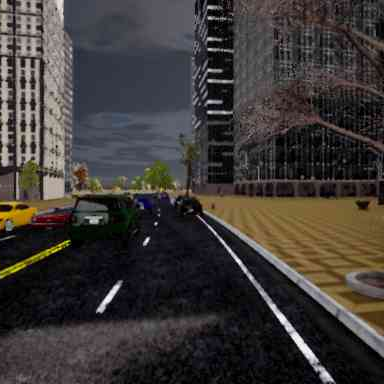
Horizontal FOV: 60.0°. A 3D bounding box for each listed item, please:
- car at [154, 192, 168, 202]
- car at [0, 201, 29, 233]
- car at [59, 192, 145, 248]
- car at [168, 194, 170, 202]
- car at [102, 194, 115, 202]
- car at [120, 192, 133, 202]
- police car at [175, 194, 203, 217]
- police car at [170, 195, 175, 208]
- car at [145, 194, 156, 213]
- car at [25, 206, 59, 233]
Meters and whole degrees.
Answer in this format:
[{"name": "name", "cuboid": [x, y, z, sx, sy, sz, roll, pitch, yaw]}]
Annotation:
[{"name": "car", "cuboid": [-5.253, 0.830, 61.359, 2.097, 1.767, 4.553, 0, 0, -10]}, {"name": "car", "cuboid": [-10.445, 1.321, 18.725, 1.882, 1.535, 5.008, 0, 1, -3]}, {"name": "car", "cuboid": [-3.510, 1.098, 14.236, 2.150, 2.045, 5.566, 0, 0, -2]}, {"name": "car", "cuboid": [-1.827, 1.143, 44.295, 1.812, 1.442, 4.674, 0, 0, -7]}, {"name": "car", "cuboid": [-14.978, 1.028, 59.744, 1.812, 1.442, 4.674, 0, 0, -9]}, {"name": "car", "cuboid": [-11.702, 0.850, 59.742, 2.097, 1.767, 4.553, 0, 0, -9]}, {"name": "police car", "cuboid": [-0.199, 1.178, 28.234, 1.930, 1.638, 5.238, 0, 0, -5]}, {"name": "police car", "cuboid": [-1.143, 1.092, 38.348, 1.930, 1.638, 5.238, 0, 0, -6]}, {"name": "car", "cuboid": [-4.747, 1.246, 32.446, 1.812, 1.442, 4.674, 0, 0, -5]}, {"name": "car", "cuboid": [-7.174, 1.443, 18.581, 1.895, 1.301, 4.718, 0, 0, -3]}]
